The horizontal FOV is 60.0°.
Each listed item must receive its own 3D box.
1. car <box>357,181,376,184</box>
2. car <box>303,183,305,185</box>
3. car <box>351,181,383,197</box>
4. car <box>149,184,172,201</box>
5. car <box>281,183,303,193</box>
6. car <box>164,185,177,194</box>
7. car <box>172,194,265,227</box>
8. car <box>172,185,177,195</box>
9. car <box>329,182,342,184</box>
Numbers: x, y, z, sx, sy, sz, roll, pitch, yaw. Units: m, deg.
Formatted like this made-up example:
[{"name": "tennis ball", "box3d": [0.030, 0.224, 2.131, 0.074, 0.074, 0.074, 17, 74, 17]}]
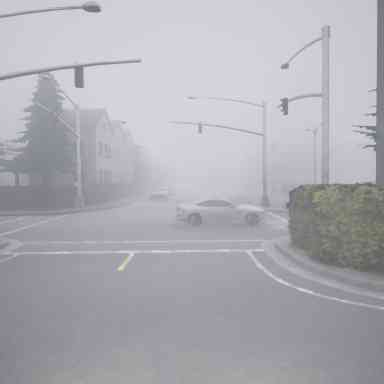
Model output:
[{"name": "car", "box3d": [19.010, -0.176, 34.213, 1.905, 1.878, 3.866, -1, 2, 0]}, {"name": "car", "box3d": [18.883, -0.872, 59.132, 1.970, 1.475, 3.806, -1, 2, 0]}, {"name": "car", "box3d": [22.253, -0.461, 42.094, 1.932, 1.855, 4.605, -1, 2, 0]}, {"name": "car", "box3d": [-3.722, 0.163, 37.762, 1.882, 1.535, 5.008, -1, 2, 0]}, {"name": "car", "box3d": [15.260, -0.525, 52.071, 2.007, 1.523, 4.514, -1, 2, 0]}, {"name": "car", "box3d": [-3.730, -0.508, 58.164, 1.837, 1.490, 4.892, -1, 2, 0]}, {"name": "car", "box3d": [1.426, 0.982, 17.353, 4.674, 1.442, 1.812, -1, 3, 0]}, {"name": "car", "box3d": [-3.743, -0.305, 47.780, 2.097, 1.767, 4.553, -1, 2, 0]}, {"name": "car", "box3d": [25.297, -1.034, 59.485, 2.152, 1.636, 5.027, -1, 2, 0]}]
